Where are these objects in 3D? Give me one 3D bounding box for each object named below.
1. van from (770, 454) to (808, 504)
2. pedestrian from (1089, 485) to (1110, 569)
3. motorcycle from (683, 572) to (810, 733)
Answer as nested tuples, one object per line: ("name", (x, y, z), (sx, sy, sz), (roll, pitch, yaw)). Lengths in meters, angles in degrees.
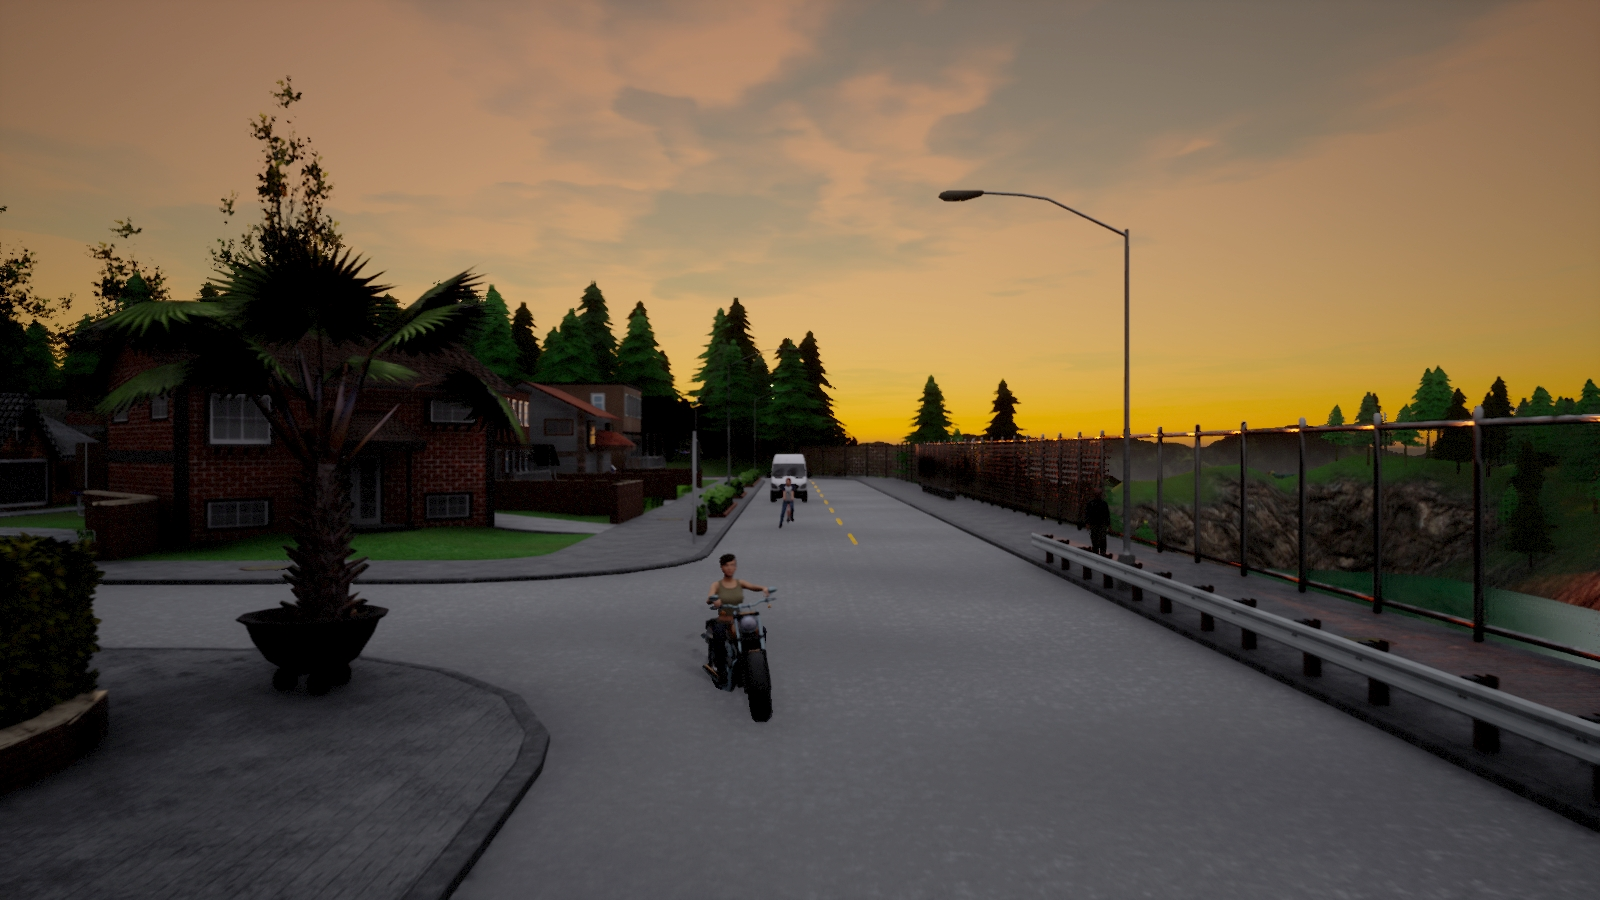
("van", (-0.592, 1.498, 61.744), (1.988, 2.561, 5.915), (0, 0, 0))
("pedestrian", (6.726, 1.729, 25.655), (0.375, 1.860, 0.375), (0, 0, -1))
("motorcycle", (-0.644, 2.147, 12.597), (0.764, 1.307, 2.356), (-2, 1, -18))
